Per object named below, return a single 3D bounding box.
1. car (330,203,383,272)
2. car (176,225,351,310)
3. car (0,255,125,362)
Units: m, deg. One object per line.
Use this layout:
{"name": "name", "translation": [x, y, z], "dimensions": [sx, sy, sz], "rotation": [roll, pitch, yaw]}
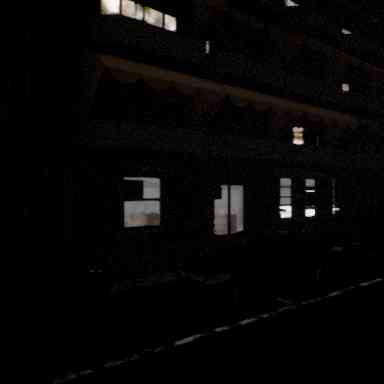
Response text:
{"name": "car", "translation": [6.218, 1.311, 10.998], "dimensions": [5.009, 1.841, 2.192], "rotation": [0, 0, -36]}
{"name": "car", "translation": [1.620, 1.580, 7.717], "dimensions": [4.206, 1.307, 1.802], "rotation": [0, 0, -36]}
{"name": "car", "translation": [-2.979, 1.582, 4.436], "dimensions": [4.206, 1.307, 1.802], "rotation": [0, 0, -36]}
